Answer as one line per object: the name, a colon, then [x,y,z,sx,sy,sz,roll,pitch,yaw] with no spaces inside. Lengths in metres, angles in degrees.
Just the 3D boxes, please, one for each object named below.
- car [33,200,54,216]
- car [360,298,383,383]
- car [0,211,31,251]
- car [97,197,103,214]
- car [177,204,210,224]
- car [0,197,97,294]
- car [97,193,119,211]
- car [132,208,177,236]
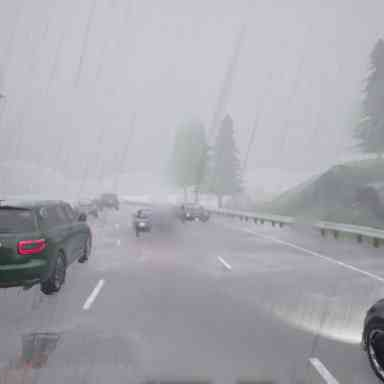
car: [-15.145,1.568,33.787,1.895,1.301,4.718,0,0,-26]
car: [3.248,1.542,2.658,1.994,1.385,4.181,0,0,-2]
car: [-8.516,1.597,14.038,1.895,1.301,4.718,0,0,-11]
car: [-9.488,1.447,29.469,2.128,1.511,4.902,0,0,-22]
car: [-0.281,1.531,24.266,1.895,1.301,4.718,0,0,-16]
car: [-4.174,1.214,8.781,2.150,2.045,5.566,0,0,-7]
car: [-10.316,1.150,39.760,2.150,2.045,5.566,0,0,-27]
car: [-2.269,1.558,18.132,1.895,1.301,4.718,0,0,-13]
